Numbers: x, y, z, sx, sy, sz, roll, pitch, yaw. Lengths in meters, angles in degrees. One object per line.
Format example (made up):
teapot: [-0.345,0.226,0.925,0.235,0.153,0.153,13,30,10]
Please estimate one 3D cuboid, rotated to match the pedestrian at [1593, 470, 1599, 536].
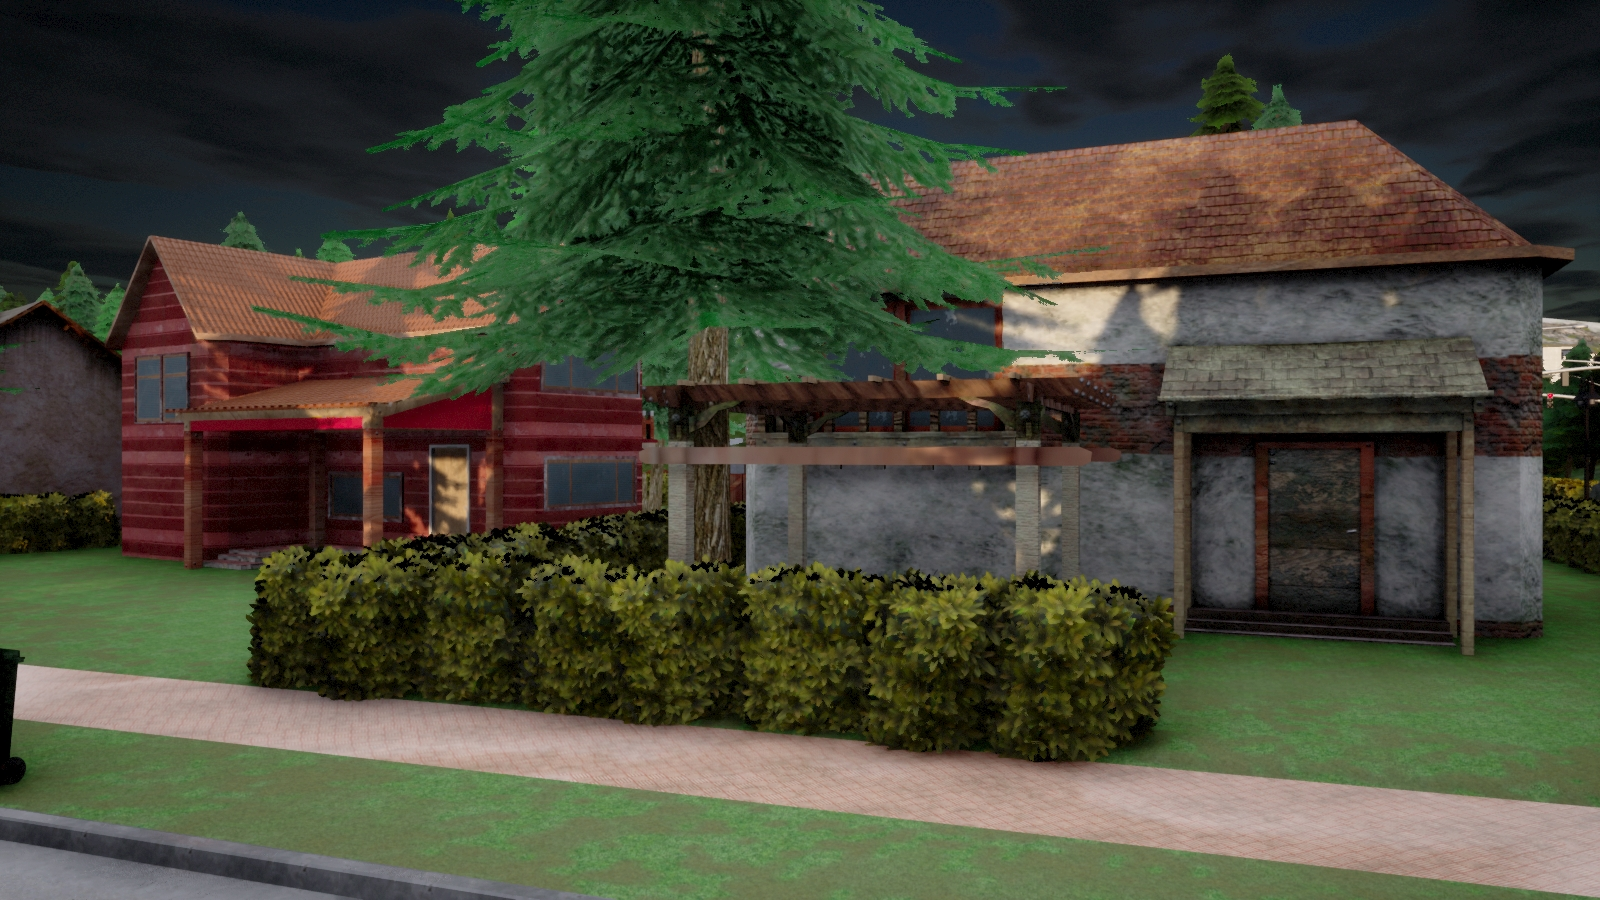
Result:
pedestrian: [22.663,1.501,32.262,0.375,1.860,0.375,0,0,20]
